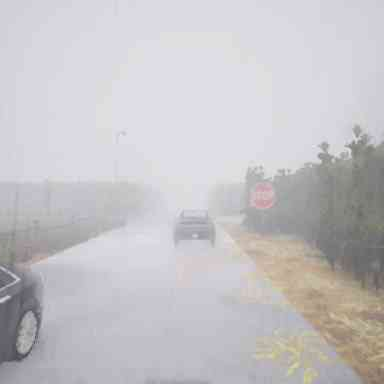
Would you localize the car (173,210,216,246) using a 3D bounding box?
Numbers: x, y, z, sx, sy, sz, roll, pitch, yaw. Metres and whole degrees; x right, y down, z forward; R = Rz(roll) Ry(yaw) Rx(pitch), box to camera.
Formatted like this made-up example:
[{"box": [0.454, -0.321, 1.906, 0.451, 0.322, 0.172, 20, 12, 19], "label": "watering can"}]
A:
[{"box": [0.118, 1.618, 16.043, 2.128, 1.511, 4.902, 0, 0, 0], "label": "car"}]

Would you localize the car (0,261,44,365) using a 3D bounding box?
[{"box": [-3.176, 1.537, 3.192, 1.837, 1.490, 4.892, 0, -1, 0], "label": "car"}]
